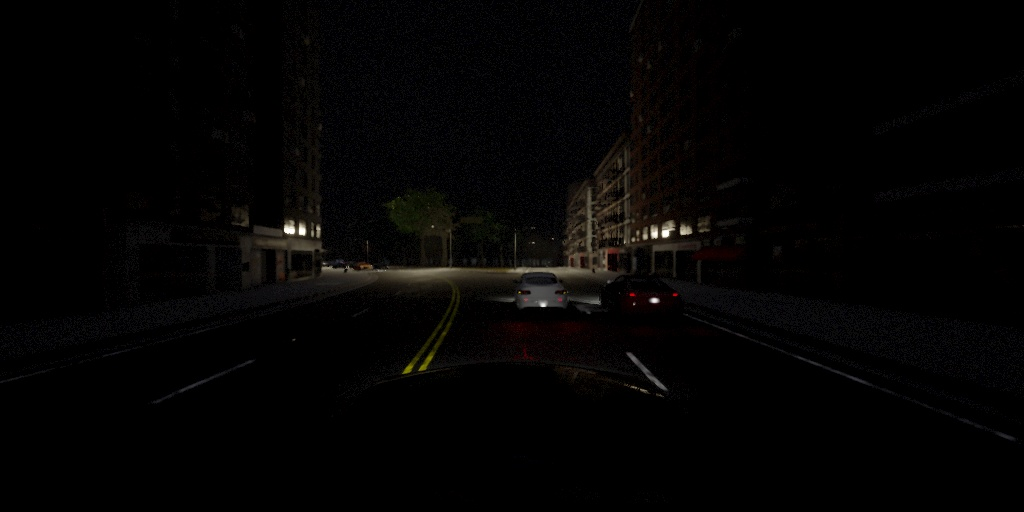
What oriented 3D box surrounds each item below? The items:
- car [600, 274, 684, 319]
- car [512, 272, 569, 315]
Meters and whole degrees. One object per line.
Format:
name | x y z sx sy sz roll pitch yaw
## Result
car | 4.470 1.340 12.926 1.994 1.385 4.181 0 0 4
car | 1.002 1.317 13.613 1.812 1.442 4.674 0 0 0
